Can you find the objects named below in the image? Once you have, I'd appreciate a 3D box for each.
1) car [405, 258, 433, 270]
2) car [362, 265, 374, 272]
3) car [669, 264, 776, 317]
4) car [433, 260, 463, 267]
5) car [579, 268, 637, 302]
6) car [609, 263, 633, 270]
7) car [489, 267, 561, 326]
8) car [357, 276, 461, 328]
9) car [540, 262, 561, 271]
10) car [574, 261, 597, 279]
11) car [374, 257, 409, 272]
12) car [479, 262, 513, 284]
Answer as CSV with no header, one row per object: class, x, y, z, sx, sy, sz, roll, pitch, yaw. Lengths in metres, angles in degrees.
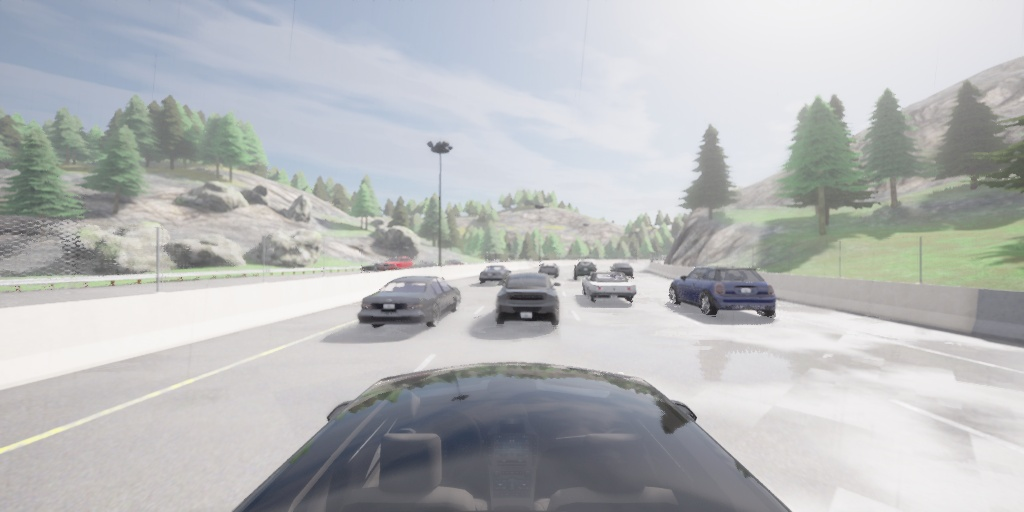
car,-11.724,1.426,47.738,2.128,1.511,4.902,0,0,14
car,-18.595,1.538,49.163,1.895,1.301,4.718,0,0,14
car,7.729,1.155,13.685,2.097,1.767,4.553,0,0,5
car,-8.161,1.287,47.547,2.097,1.767,4.553,0,0,14
car,4.528,1.418,17.365,1.895,1.301,4.718,0,0,6
car,10.754,1.401,35.227,1.837,1.490,4.892,0,0,11
car,0.552,1.299,11.876,1.837,1.490,4.892,0,0,4
car,-2.980,1.335,11.543,2.033,1.411,5.357,0,0,3
car,3.826,1.387,36.262,2.128,1.511,4.902,0,0,11
car,6.983,1.239,34.091,2.097,1.767,4.553,0,0,11
car,-15.351,1.154,47.724,2.150,2.045,5.566,0,0,14
car,-1.188,1.406,28.035,2.033,1.411,5.357,0,0,9
